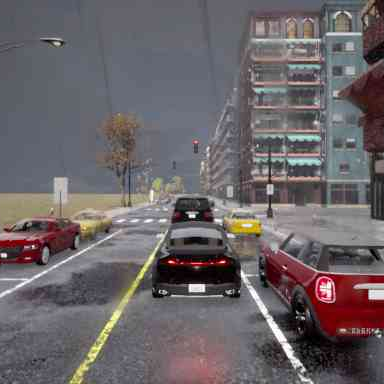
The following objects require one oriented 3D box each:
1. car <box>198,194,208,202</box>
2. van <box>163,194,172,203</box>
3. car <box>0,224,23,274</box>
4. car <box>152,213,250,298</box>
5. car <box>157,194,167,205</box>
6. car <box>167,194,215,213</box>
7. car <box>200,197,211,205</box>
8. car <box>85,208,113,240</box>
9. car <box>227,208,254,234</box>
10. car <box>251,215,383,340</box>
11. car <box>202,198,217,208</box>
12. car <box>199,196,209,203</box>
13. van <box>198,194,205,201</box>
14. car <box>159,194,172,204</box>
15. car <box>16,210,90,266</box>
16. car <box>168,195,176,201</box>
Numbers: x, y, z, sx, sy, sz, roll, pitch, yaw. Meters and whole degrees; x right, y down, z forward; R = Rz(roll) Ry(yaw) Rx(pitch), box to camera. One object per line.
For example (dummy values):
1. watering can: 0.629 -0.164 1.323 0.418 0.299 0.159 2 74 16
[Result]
1. car: 2.521 1.338 78.441 2.192 1.841 5.009 1 0 0
2. van: -5.355 1.362 72.284 1.690 1.788 3.998 1 0 0
3. car: -5.311 1.552 6.116 2.008 1.369 4.403 1 0 0
4. car: 0.093 1.507 8.491 1.837 1.490 4.892 0 0 0
5. car: -5.348 1.457 60.975 1.967 1.590 4.097 1 0 0
6. car: 0.068 1.226 18.345 2.150 2.045 5.566 0 0 1
7. car: 2.530 1.599 61.458 1.802 1.307 4.206 1 0 0
8. car: -5.318 1.529 17.019 1.752 1.417 4.829 1 0 0
9. car: 2.562 1.530 17.791 1.752 1.417 4.829 1 0 0
10. car: 2.571 1.442 6.532 1.967 1.590 4.097 1 0 0
11. car: 2.539 1.565 50.136 2.008 1.369 4.403 1 0 0
12. car: 2.522 1.587 72.780 1.947 1.339 4.313 1 0 0
13. van: 2.513 1.368 89.763 1.690 1.788 3.998 1 0 0
14. car: -5.350 1.334 66.630 2.192 1.841 5.009 1 0 0
15. car: -5.314 1.548 11.653 1.887 1.381 4.507 1 0 0
16. car: -5.370 1.609 89.246 1.802 1.307 4.206 1 0 0
